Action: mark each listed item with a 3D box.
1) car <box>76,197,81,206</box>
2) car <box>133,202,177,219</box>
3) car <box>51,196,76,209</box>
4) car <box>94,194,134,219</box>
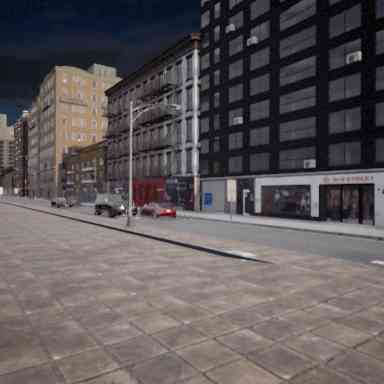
[{"bbox_3d":[-18.240,1.399,50.391,2.128,1.511,4.902,0,0,-35],"label":"car"},{"bbox_3d":[-3.100,1.528,29.066,1.994,1.385,4.181,0,0,-35],"label":"car"},{"bbox_3d":[-17.431,1.428,44.325,1.882,1.535,5.008,0,0,-35],"label":"car"},{"bbox_3d":[-6.756,1.165,29.124,2.150,2.045,5.566,0,0,-35],"label":"car"}]
